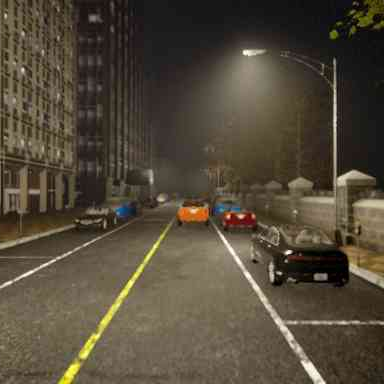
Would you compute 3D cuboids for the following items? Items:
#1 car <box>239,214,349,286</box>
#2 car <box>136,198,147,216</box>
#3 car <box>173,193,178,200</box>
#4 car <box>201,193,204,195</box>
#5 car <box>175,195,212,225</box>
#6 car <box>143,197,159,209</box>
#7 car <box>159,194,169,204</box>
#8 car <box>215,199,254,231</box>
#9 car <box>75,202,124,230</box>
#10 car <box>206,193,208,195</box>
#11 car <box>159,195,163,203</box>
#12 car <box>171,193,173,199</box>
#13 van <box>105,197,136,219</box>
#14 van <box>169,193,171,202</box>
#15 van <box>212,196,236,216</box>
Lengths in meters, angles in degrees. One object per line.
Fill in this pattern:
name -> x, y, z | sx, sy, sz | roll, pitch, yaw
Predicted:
car -> 2.697, 1.541, 9.138 | 2.008, 1.369, 4.403 | 0, 0, 0
car -> -5.823, 1.521, 31.646 | 1.947, 1.339, 4.313 | 0, 0, 0
car -> -5.275, 1.105, 86.618 | 2.192, 1.841, 5.009 | 1, 0, 2
car -> 0.109, 1.285, 41.768 | 2.097, 1.767, 4.553 | 0, 0, 0
car -> 0.105, 1.320, 24.063 | 2.097, 1.767, 4.553 | 0, 0, 0
car -> -5.820, 1.370, 42.768 | 1.967, 1.590, 4.097 | 0, 0, 0
car -> -5.681, 1.410, 59.278 | 1.752, 1.417, 4.829 | 0, 0, 0
car -> 2.700, 1.415, 20.259 | 1.967, 1.590, 4.097 | 0, 0, 0
car -> -5.825, 1.526, 20.525 | 2.008, 1.369, 4.403 | 0, 0, 0
car -> 2.704, 1.270, 31.378 | 2.192, 1.841, 5.009 | 0, 0, 0
car -> -5.820, 1.481, 48.328 | 1.947, 1.339, 4.313 | 0, 0, 0
car -> -5.639, 1.416, 70.551 | 1.947, 1.339, 4.313 | 1, 0, 1
van -> -5.822, 1.307, 26.085 | 1.690, 1.788, 3.998 | 0, 0, 0
van -> -5.669, 1.209, 65.007 | 1.690, 1.788, 3.998 | 0, 0, 0
van -> 2.703, 1.307, 25.818 | 1.690, 1.788, 3.998 | 0, 0, 0
